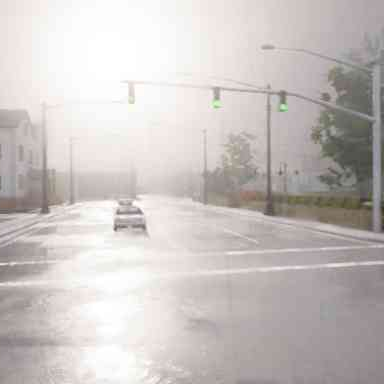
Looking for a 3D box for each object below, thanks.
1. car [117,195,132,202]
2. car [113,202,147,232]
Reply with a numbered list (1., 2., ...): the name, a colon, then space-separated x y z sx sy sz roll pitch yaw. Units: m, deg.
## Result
1. car: -8.898 1.214 44.249 2.128 1.511 4.902 -1 1 -12
2. car: -3.761 1.534 19.880 1.895 1.301 4.718 -1 1 -12
